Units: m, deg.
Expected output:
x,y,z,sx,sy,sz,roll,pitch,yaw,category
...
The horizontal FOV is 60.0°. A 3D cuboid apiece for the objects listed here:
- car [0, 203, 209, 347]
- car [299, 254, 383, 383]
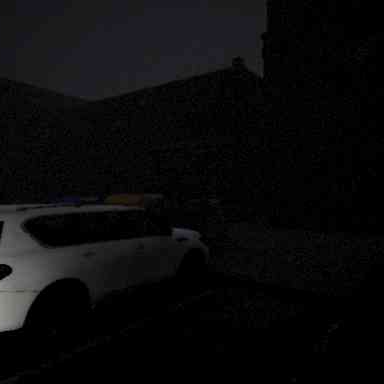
x,y,z,sx,sy,sz,roll,pitch,yaw,category
-1.860,1.229,6.715,2.435,2.045,5.566,0,0,35,car
2.634,1.510,3.441,2.163,1.488,4.792,0,0,35,car
